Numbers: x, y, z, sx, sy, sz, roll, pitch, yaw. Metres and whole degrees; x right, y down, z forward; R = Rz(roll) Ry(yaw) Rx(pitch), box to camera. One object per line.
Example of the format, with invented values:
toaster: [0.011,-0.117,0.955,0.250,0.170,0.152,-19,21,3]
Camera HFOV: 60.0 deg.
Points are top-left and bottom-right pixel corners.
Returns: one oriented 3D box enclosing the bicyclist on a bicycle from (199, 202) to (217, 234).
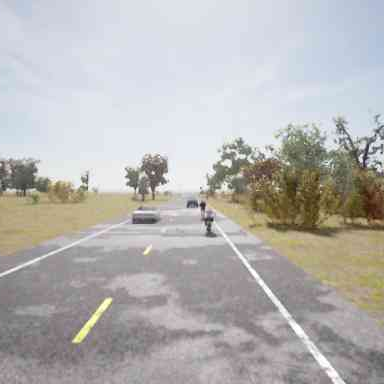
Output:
bicyclist on a bicycle: [0.975,1.515,18.732,0.866,1.612,1.509,0,0,0]

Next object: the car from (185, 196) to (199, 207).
car: [0.081,1.739,55.810,1.837,1.490,4.892,0,0,0]

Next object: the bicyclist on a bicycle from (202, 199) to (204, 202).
bicyclist on a bicycle: [0.952,1.495,29.619,0.659,1.776,1.843,0,0,0]

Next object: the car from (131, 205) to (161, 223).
car: [-3.608,1.713,26.665,1.895,1.301,4.718,0,0,0]

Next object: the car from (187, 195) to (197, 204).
car: [-0.025,1.665,73.662,2.097,1.767,4.553,0,0,0]
